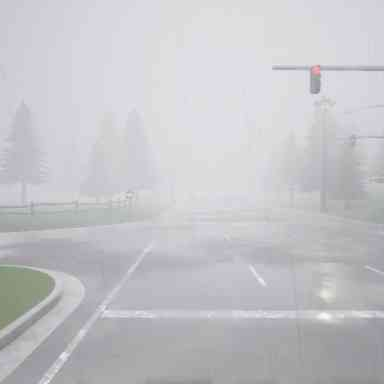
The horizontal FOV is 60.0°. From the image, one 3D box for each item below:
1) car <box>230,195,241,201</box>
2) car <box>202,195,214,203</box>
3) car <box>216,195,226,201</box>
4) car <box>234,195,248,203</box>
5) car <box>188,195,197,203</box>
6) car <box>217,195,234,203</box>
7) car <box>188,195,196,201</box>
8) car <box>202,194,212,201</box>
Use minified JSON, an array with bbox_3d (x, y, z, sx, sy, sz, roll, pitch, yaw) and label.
[{"bbox_3d":[10.560,1.427,80.786,1.895,1.301,4.718,0,0,0],"label":"car"},{"bbox_3d":[3.552,1.469,70.342,1.882,1.535,5.008,0,0,0],"label":"car"},{"bbox_3d":[7.060,1.427,80.789,1.895,1.301,4.718,0,0,0],"label":"car"},{"bbox_3d":[10.552,1.531,70.336,2.033,1.411,5.357,0,0,0],"label":"car"},{"bbox_3d":[0.052,1.517,70.344,2.128,1.511,4.902,0,0,0],"label":"car"},{"bbox_3d":[7.052,1.517,70.339,2.128,1.511,4.902,0,0,0],"label":"car"},{"bbox_3d":[0.060,1.427,80.794,1.895,1.301,4.718,0,0,0],"label":"car"},{"bbox_3d":[3.560,1.357,80.762,2.128,1.511,4.902,0,0,0],"label":"car"}]
